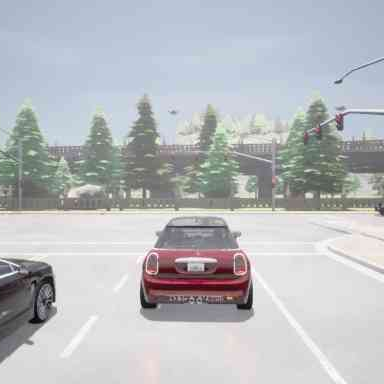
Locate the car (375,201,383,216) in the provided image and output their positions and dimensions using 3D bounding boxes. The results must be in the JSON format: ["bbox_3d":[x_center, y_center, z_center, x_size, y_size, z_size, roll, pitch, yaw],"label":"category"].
[{"bbox_3d":[19.465,1.166,29.714,5.566,2.045,2.150,0,0,1],"label":"car"}]

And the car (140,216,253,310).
[{"bbox_3d":[0.146,1.352,8.010,2.097,1.767,4.553,0,0,2],"label":"car"}]

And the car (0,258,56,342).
[{"bbox_3d":[-3.434,1.492,4.259,2.128,1.511,4.902,0,0,0],"label":"car"}]
